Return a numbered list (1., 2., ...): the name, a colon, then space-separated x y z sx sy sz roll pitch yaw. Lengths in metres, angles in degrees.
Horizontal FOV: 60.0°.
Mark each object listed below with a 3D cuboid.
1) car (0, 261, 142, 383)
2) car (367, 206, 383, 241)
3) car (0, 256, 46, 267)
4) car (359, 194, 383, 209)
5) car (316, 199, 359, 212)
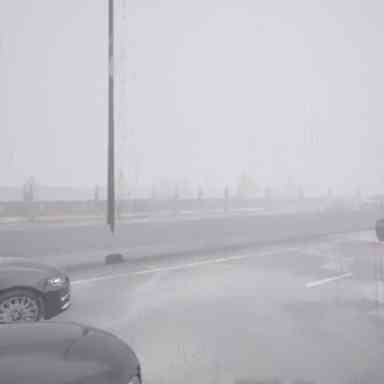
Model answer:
1. car: -2.529 1.526 1.942 4.674 1.442 1.812 0 0 -35
2. car: 10.402 1.507 15.455 4.892 1.490 1.837 0 0 -35
3. car: -4.381 1.492 4.921 4.902 1.511 2.128 0 0 -35
4. car: 19.764 1.224 34.876 5.566 2.045 2.150 0 0 -32
5. car: 15.588 1.497 36.305 4.902 1.511 2.128 0 0 -33
